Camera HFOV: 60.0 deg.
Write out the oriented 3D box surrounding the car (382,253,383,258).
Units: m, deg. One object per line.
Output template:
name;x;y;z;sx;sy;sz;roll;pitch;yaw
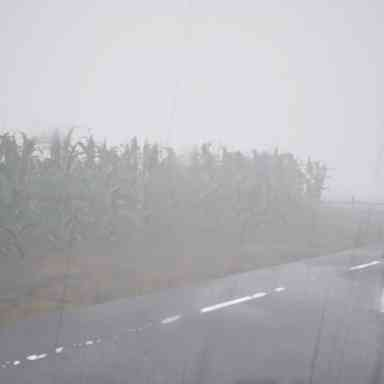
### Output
car;7.192;1.445;9.117;4.718;1.301;1.895;-1;1;-35
